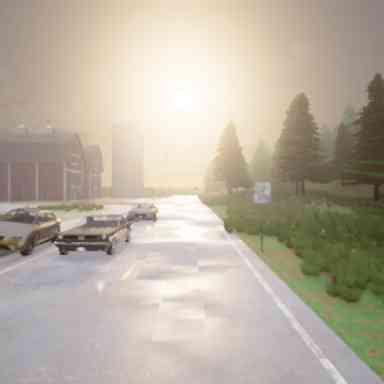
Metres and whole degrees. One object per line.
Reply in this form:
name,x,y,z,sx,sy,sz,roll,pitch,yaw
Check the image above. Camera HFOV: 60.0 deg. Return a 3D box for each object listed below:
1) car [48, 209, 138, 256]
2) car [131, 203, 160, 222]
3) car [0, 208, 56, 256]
car,-3.588,1.553,13.025,1.895,1.301,4.718,0,0,0
car,-3.506,1.509,24.739,1.994,1.385,4.181,0,0,0
car,-6.475,1.408,12.852,1.816,1.474,4.193,6,0,-2
